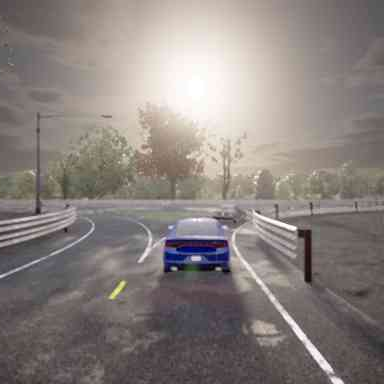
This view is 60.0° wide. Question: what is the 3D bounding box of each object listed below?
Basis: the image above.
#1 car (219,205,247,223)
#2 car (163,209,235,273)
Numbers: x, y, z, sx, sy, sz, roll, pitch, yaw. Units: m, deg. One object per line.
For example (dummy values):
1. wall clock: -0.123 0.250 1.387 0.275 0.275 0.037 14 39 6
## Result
1. car: 3.304 1.800 28.169 2.033 1.411 5.357 0 -1 21
2. car: 0.191 1.578 11.091 1.882 1.535 5.008 0 0 2
